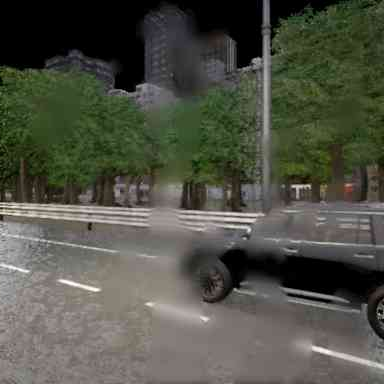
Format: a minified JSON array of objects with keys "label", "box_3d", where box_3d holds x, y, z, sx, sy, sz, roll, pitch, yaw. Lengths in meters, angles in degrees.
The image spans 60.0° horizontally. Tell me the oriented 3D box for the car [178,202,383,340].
[{"label":"car","box_3d":[2.354,1.218,6.489,5.566,2.045,2.150,0,0,35]}]
